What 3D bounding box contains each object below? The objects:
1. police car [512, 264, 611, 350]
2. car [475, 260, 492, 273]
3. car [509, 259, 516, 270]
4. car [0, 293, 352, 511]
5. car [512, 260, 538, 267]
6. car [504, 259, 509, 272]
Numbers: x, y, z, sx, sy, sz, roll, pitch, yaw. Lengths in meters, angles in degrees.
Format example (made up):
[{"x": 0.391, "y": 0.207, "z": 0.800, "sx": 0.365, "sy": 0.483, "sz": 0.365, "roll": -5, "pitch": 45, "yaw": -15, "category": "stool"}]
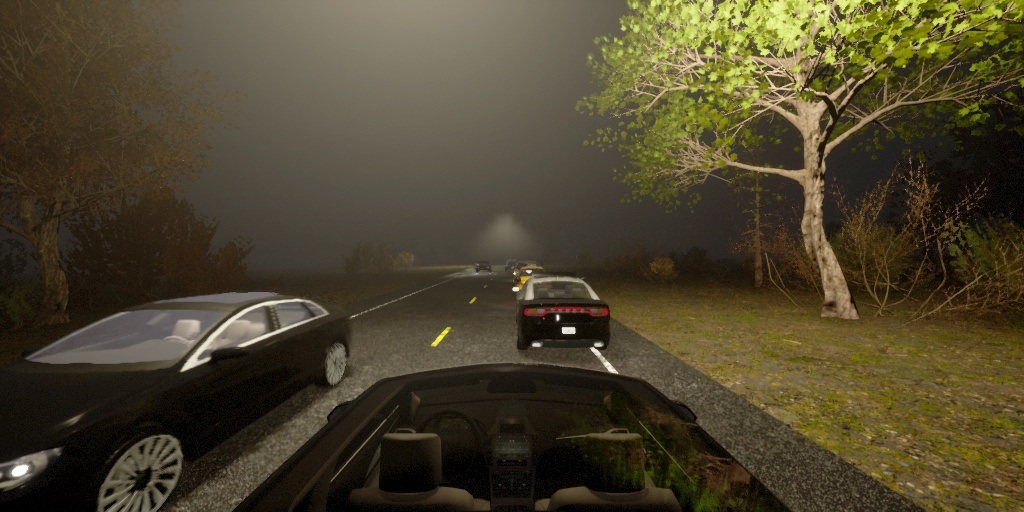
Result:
[{"x": 1.049, "y": 1.177, "z": 9.222, "sx": 1.930, "sy": 1.638, "sz": 5.238, "roll": 0, "pitch": 0, "yaw": 0, "category": "police car"}, {"x": -3.509, "y": 1.262, "z": 44.598, "sx": 1.837, "sy": 1.490, "sz": 4.892, "roll": 0, "pitch": 0, "yaw": 0, "category": "car"}, {"x": 1.044, "y": 1.106, "z": 25.084, "sx": 2.097, "sy": 1.767, "sz": 4.553, "roll": 0, "pitch": 0, "yaw": 0, "category": "car"}, {"x": -3.600, "y": 1.242, "z": 4.111, "sx": 2.128, "sy": 1.511, "sz": 4.902, "roll": 0, "pitch": 0, "yaw": 0, "category": "car"}, {"x": 1.046, "y": 1.210, "z": 19.305, "sx": 1.801, "sy": 1.575, "sz": 5.366, "roll": 0, "pitch": 0, "yaw": 0, "category": "car"}, {"x": 0.018, "y": 1.284, "z": 47.371, "sx": 1.812, "sy": 1.442, "sz": 4.674, "roll": 0, "pitch": 0, "yaw": 1, "category": "car"}]
